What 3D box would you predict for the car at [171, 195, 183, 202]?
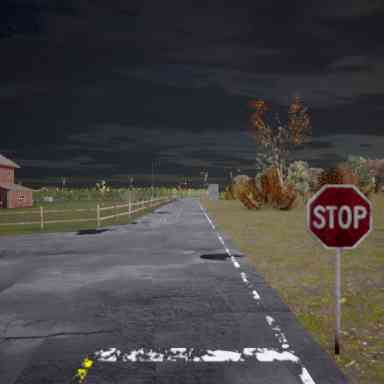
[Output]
[{"bbox_3d":[-2.725,1.234,59.732,2.097,1.767,4.553,0,0,0],"label":"car"}]
